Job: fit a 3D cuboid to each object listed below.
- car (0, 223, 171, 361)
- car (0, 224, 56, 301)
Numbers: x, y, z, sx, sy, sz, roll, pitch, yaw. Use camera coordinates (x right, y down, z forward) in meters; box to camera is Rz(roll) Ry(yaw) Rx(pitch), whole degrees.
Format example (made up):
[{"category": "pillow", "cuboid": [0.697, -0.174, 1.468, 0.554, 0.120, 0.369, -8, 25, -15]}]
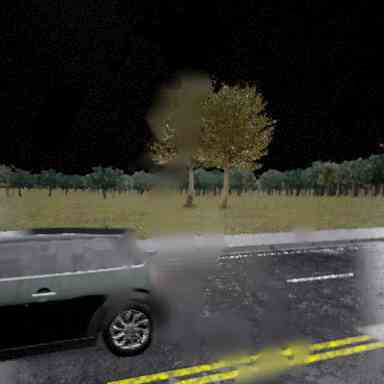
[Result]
[{"category": "car", "cuboid": [-2.691, 1.350, 4.934, 4.553, 1.767, 2.097, 0, 0, -19]}, {"category": "car", "cuboid": [-5.356, 1.563, 7.450, 4.181, 1.385, 1.994, 0, 0, -19]}]
